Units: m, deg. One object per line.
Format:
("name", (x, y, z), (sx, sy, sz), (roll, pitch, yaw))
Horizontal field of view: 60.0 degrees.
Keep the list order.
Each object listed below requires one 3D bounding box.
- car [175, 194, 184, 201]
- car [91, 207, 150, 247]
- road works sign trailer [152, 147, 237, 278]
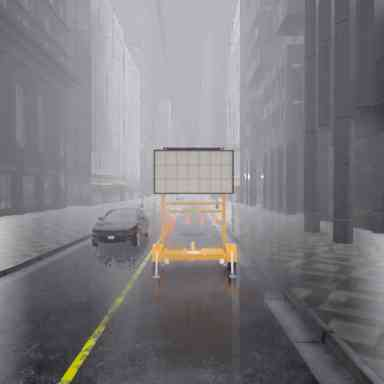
("car", (-3.027, 1.363, 81.374), (2.128, 1.511, 4.902), (0, 0, 0))
("car", (-3.104, 1.469, 15.237), (1.882, 1.535, 5.008), (0, 0, 0))
("road works sign trailer", (0.047, 0.460, 10.120), (2.380, 3.560, 2.880), (0, 0, -1))
